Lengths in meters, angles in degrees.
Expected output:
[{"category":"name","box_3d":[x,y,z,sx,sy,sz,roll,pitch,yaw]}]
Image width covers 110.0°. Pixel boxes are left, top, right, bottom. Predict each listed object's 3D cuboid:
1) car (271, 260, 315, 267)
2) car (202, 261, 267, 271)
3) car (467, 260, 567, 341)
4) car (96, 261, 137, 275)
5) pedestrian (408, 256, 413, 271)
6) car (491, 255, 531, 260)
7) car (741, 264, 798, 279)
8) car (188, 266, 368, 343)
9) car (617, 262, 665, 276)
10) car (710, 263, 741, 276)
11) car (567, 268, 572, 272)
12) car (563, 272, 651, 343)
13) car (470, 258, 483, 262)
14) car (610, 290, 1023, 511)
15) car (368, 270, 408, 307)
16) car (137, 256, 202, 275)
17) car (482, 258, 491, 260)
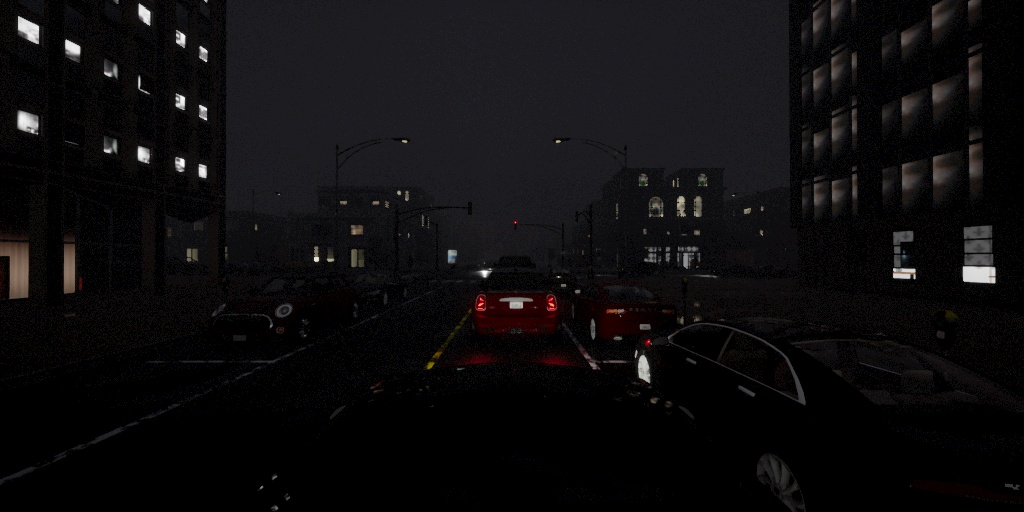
[{"category":"car","box_3d":[-25.478,1.198,41.624,4.829,1.417,1.751,0,0,1]},{"category":"car","box_3d":[-25.434,1.177,33.242,4.403,1.370,2.007,0,0,1]},{"category":"car","box_3d":[0.094,1.103,10.016,2.097,1.767,4.553,0,0,0]},{"category":"car","box_3d":[-36.507,1.131,33.406,4.403,1.370,2.007,0,0,1]},{"category":"pedestrian","box_3d":[-12.577,0.885,44.383,0.375,1.860,0.375,0,-1,1]},{"category":"car","box_3d":[0.109,0.973,20.169,2.150,2.045,5.566,0,0,-1]},{"category":"car","box_3d":[23.624,1.433,32.481,4.207,1.307,1.802,0,0,1]},{"category":"car","box_3d":[-5.695,1.190,9.483,1.967,1.591,4.097,0,0,0]},{"category":"car","box_3d":[13.763,1.339,38.448,4.892,1.490,1.837,0,0,1]},{"category":"car","box_3d":[23.610,1.446,38.303,4.181,1.385,1.994,0,0,2]},{"category":"car","box_3d":[2.679,1.302,20.855,2.007,1.370,4.403,0,0,0]},{"category":"car","box_3d":[2.686,1.296,9.471,1.888,1.381,4.507,0,0,0]},{"category":"car","box_3d":[-5.721,1.338,53.254,1.802,1.307,4.207,0,0,0]},{"category":"car","box_3d":[2.689,1.301,3.779,2.007,1.370,4.403,0,0,0]},{"category":"car","box_3d":[-5.698,1.302,15.176,2.007,1.370,4.403,0,0,0]},{"category":"car","box_3d":[-30.971,0.918,33.324,5.009,1.841,2.192,0,0,1]},{"category":"car","box_3d":[-3.103,1.357,52.111,1.895,1.301,4.718,0,0,-1]}]
